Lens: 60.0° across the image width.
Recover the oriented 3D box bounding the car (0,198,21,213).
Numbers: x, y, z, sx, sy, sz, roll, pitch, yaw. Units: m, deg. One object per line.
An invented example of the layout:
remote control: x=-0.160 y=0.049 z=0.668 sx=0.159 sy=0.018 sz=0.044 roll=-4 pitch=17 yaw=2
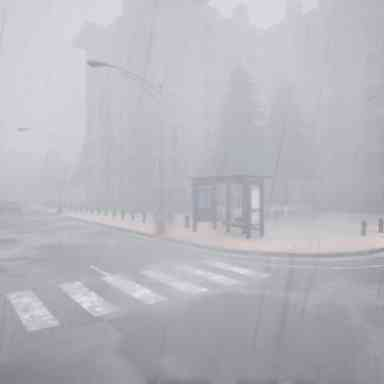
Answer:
car: x=-20.646 y=1.461 z=37.466 sx=1.882 sy=1.535 sz=5.008 roll=0 pitch=0 yaw=-36
